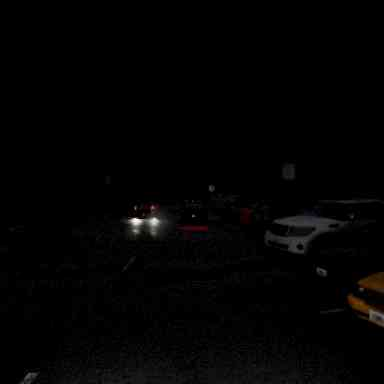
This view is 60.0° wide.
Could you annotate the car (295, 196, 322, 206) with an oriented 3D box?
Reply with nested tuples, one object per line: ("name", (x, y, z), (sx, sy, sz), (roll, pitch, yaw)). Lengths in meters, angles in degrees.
("car", (21.243, 1.601, 60.841), (2.163, 1.488, 4.792), (0, 1, -22))

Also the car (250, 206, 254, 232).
("car", (5.328, 1.516, 14.649), (4.792, 1.488, 2.163), (1, 0, -20))

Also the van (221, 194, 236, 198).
("van", (5.483, 1.287, 32.730), (4.442, 1.987, 1.878), (1, 0, -20))

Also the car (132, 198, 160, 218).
("car", (-4.140, 1.374, 30.589), (2.097, 1.767, 4.553), (0, 0, 0))

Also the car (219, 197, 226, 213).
("car", (5.365, 1.506, 29.684), (5.008, 1.535, 2.097), (1, 0, -20))

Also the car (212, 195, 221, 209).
("car", (5.190, 1.516, 38.628), (5.366, 1.575, 1.946), (1, 0, -20))

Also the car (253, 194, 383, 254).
("car", (5.324, 1.233, 11.649), (5.566, 2.045, 2.435), (1, 0, -20))

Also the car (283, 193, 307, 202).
("car", (23.936, 1.357, 77.871), (2.435, 2.045, 5.566), (0, -1, -21))

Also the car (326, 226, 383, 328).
("car", (5.160, 1.478, 5.590), (5.366, 1.575, 1.946), (1, 0, -20))

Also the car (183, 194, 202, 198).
("car", (0.078, 1.266, 42.999), (2.150, 2.045, 5.566), (0, 0, 0))

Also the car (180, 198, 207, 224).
("car", (0.102, 1.491, 25.118), (1.882, 1.535, 5.008), (0, 0, 0))

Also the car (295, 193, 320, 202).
("car", (26.996, 1.358, 77.911), (2.435, 2.045, 5.566), (1, -1, -22))

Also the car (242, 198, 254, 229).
("car", (5.328, 1.363, 17.663), (4.553, 1.767, 2.185), (1, 0, -20))

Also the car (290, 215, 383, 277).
("car", (5.312, 1.513, 8.648), (4.792, 1.488, 2.163), (1, 0, -20))

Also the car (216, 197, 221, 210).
("car", (5.375, 1.557, 35.687), (4.674, 1.452, 2.002), (1, 0, -20))

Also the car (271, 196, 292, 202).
("car", (20.913, 1.636, 77.786), (2.163, 1.488, 4.792), (0, -1, -21))

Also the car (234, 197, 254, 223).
("car", (5.333, 1.366, 20.664), (4.553, 1.767, 2.185), (1, 0, -20))

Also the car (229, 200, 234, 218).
("car", (5.369, 1.537, 23.673), (4.674, 1.452, 2.002), (1, 0, -20))

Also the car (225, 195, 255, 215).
("car", (5.405, 1.376, 26.681), (4.553, 1.767, 2.185), (1, 0, -20))
